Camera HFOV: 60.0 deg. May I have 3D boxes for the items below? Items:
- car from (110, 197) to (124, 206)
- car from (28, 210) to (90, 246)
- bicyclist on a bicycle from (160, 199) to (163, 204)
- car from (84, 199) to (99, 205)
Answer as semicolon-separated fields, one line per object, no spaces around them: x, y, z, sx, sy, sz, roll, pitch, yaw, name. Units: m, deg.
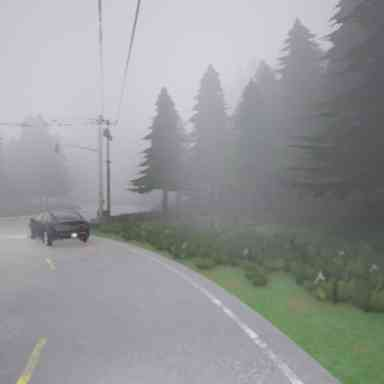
-14.606;1.764;63.544;2.097;1.767;4.553;0;0;-31;car
-6.621;1.650;16.355;1.837;1.490;4.892;0;-1;-38;car
-3.322;1.554;37.540;1.656;1.620;0.582;-4;-1;5;bicyclist on a bicycle
-21.079;2.111;71.138;4.718;1.301;1.895;-1;0;39;car
